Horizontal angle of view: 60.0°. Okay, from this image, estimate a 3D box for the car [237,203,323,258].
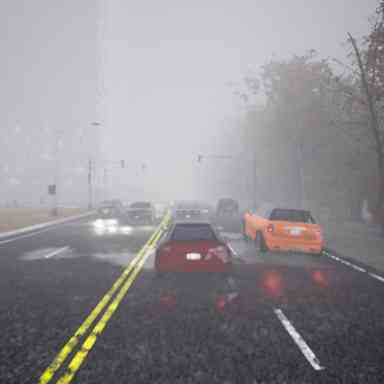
[{"bbox_3d":[3.299,1.200,12.918,2.097,1.767,4.553,5,3,-2],"label":"car"}]

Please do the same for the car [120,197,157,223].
[{"bbox_3d":[-3.697,1.392,24.554,1.882,1.535,5.008,0,0,-1],"label":"car"}]

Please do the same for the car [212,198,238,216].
[{"bbox_3d":[2.903,1.265,29.326,1.882,1.535,5.008,-1,-2,-2],"label":"car"}]

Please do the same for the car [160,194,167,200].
[{"bbox_3d":[-7.528,1.245,88.415,1.812,1.442,4.674,0,0,-5],"label":"car"}]

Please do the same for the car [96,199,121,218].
[{"bbox_3d":[-7.066,1.392,29.457,2.128,1.511,4.902,0,0,-1],"label":"car"}]

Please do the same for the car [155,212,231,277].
[{"bbox_3d":[0.014,1.528,10.109,1.994,1.385,4.181,0,0,-1],"label":"car"}]

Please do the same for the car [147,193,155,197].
[{"bbox_3d":[-10.765,1.079,88.115,2.097,1.767,4.553,0,0,-5],"label":"car"}]

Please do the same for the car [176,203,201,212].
[{"bbox_3d":[-0.326,1.507,26.678,1.895,1.301,4.718,0,0,-2],"label":"car"}]
